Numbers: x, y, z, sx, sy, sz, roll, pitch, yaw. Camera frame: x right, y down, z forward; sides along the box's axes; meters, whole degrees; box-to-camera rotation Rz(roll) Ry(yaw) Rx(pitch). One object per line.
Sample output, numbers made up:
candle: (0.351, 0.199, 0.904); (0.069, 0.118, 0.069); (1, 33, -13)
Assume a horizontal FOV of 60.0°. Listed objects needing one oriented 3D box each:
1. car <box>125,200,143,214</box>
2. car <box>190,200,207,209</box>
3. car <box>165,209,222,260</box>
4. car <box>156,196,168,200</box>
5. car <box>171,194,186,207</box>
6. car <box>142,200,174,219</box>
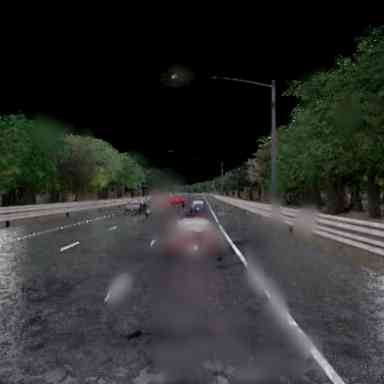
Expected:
car: (-6.295, 1.650, 37.893); (2.128, 1.511, 4.902); (0, 0, 2)
car: (0.739, 1.663, 38.913); (1.812, 1.442, 4.674); (0, 0, 2)
car: (0.096, 1.574, 12.524); (1.812, 1.442, 4.674); (0, 0, 1)
car: (-5.591, 1.566, 61.414); (2.097, 1.767, 4.553); (0, 0, 2)
car: (-2.261, 1.406, 55.700); (2.150, 2.045, 5.566); (0, -1, 2)
car: (-3.019, 1.727, 30.601); (1.895, 1.301, 4.718); (0, 0, 2)
